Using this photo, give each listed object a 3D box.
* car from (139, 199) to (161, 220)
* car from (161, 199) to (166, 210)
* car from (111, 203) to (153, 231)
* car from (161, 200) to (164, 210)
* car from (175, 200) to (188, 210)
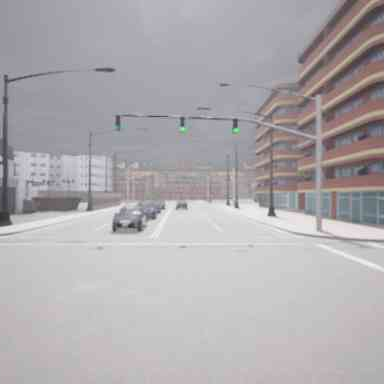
[{"bbox_3d":[-4.450,1.661,31.849,2.097,1.767,4.553,0,-1,-2],"label":"car"},{"bbox_3d":[-5.224,1.858,52.005,2.097,1.767,4.553,0,-1,-2],"label":"car"},{"bbox_3d":[-4.055,1.705,22.138,2.128,1.511,4.902,0,-1,-2],"label":"car"},{"bbox_3d":[-4.856,2.007,41.833,1.895,1.301,4.718,0,-1,-2],"label":"car"},{"bbox_3d":[-1.612,2.046,52.834,1.812,1.442,4.674,0,-1,-2],"label":"car"}]
